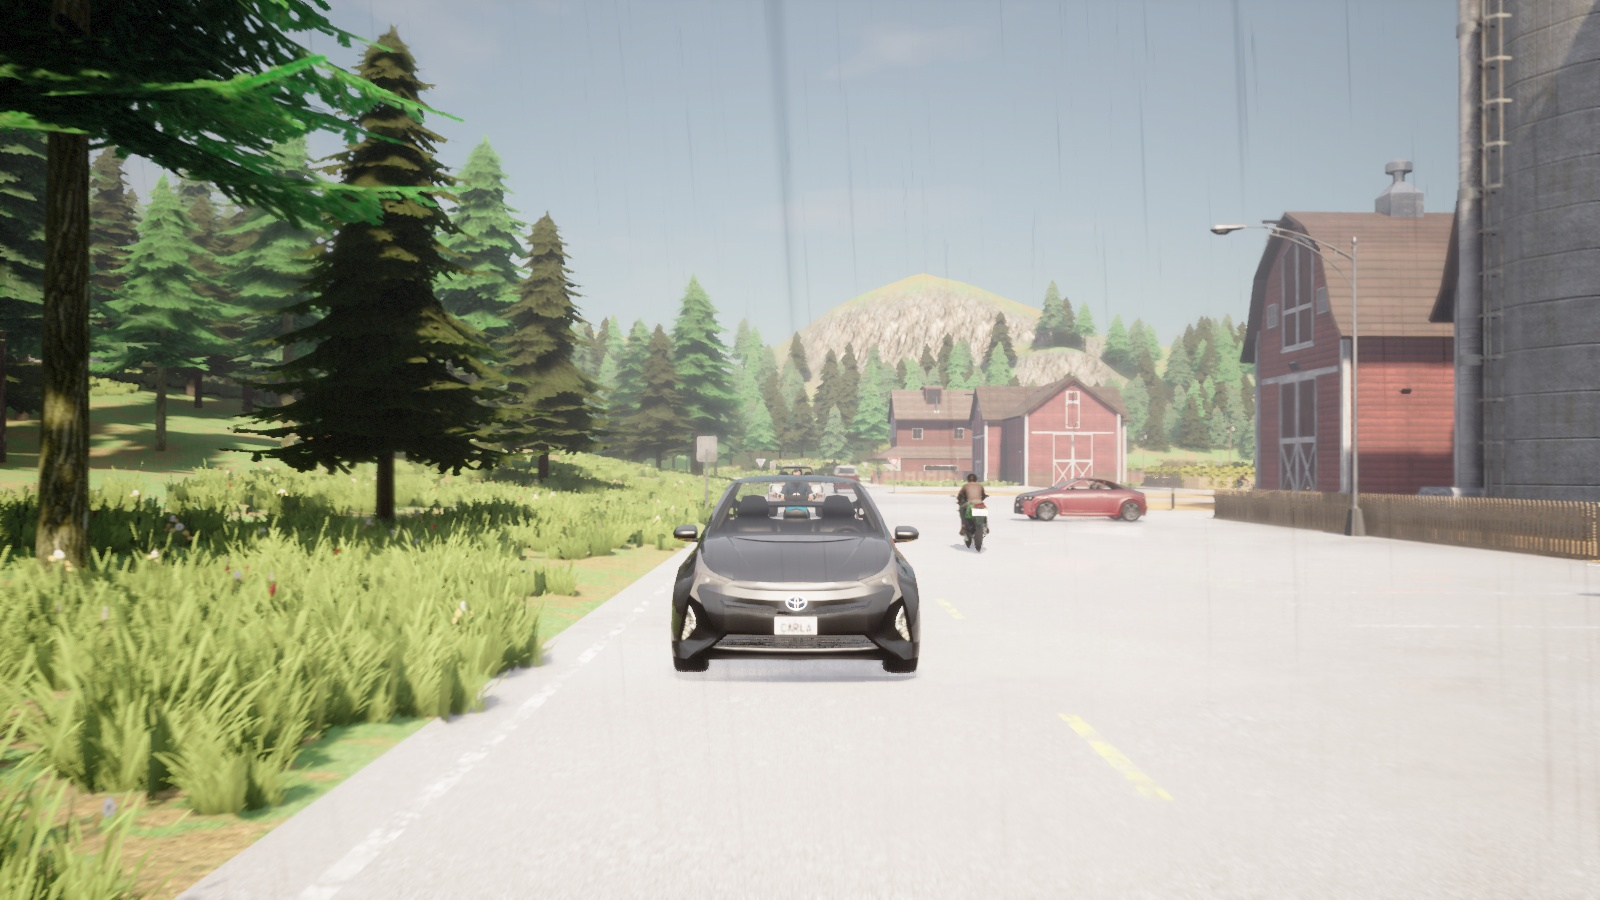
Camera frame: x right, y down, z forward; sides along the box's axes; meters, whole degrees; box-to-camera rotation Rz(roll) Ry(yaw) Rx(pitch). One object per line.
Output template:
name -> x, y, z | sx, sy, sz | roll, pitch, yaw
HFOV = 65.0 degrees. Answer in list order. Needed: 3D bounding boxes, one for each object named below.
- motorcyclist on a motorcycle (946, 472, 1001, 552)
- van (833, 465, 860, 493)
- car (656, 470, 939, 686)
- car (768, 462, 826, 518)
motorcyclist on a motorcycle -> 3.439, 1.201, 24.989 | 0.797, 1.523, 2.044 | 0, -1, 0
van -> 3.283, 2.055, 89.592 | 1.775, 1.987, 4.442 | 0, -1, 0
car -> -0.027, 0.949, 11.192 | 2.007, 1.525, 4.514 | 0, -1, 0
car -> -0.107, 1.366, 43.875 | 1.932, 1.855, 4.605 | 0, -1, 0
